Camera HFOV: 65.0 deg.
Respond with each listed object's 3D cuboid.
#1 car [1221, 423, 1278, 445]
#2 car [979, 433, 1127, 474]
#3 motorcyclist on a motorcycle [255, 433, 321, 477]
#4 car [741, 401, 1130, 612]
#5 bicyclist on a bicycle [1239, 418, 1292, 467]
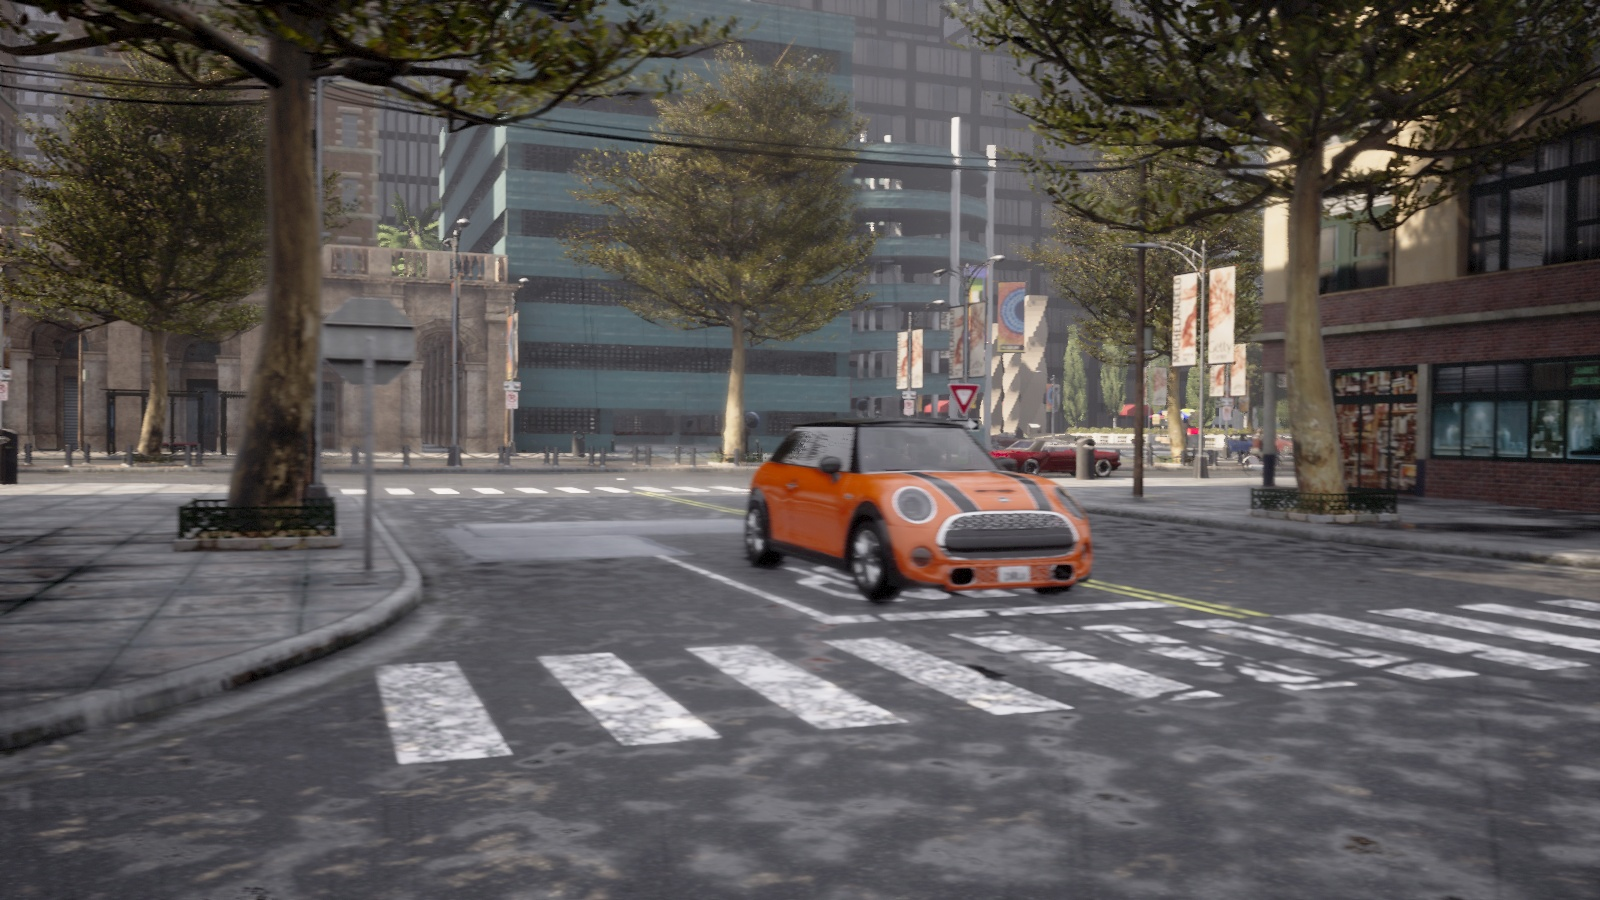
[{"bbox_3d":[33.439,-1.187,93.530,1.851,1.617,3.988,-1,1,-21],"label":"car"},{"bbox_3d":[8.759,0.097,43.467,4.718,1.301,1.895,-1,1,-22],"label":"car"},{"bbox_3d":[-19.824,0.171,48.671,2.350,1.649,0.766,-1,1,-21],"label":"motorcyclist on a motorcycle"},{"bbox_3d":[1.139,0.432,13.009,2.097,1.767,4.553,-1,1,-22],"label":"car"},{"bbox_3d":[17.286,-0.278,46.662,1.843,1.776,0.659,-1,1,-21],"label":"bicyclist on a bicycle"}]
